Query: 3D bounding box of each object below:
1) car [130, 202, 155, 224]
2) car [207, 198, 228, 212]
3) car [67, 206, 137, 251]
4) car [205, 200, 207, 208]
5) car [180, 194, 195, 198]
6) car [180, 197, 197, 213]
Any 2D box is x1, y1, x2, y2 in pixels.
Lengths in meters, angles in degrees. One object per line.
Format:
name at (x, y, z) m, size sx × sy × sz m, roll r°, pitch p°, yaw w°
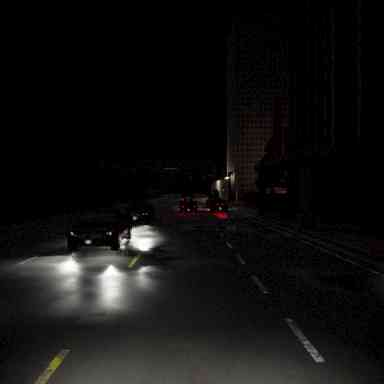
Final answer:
car at (-3.833, 1.496, 24.640) m, size 2.128 × 1.511 × 4.902 m, roll 0°, pitch 0°, yaw 0°
car at (3.083, 1.511, 38.725) m, size 1.837 × 1.490 × 4.892 m, roll 0°, pitch 0°, yaw 0°
car at (-3.772, 1.528, 14.317) m, size 1.812 × 1.442 × 4.674 m, roll 0°, pitch 0°, yaw -1°
car at (2.924, 1.533, 47.976) m, size 1.812 × 1.442 × 4.674 m, roll 0°, pitch 0°, yaw 0°
car at (-0.512, 1.229, 47.500) m, size 2.150 × 2.045 × 5.566 m, roll 0°, pitch 0°, yaw -1°
car at (-0.381, 1.607, 37.735) m, size 1.895 × 1.301 × 4.718 m, roll 0°, pitch 0°, yaw -1°
